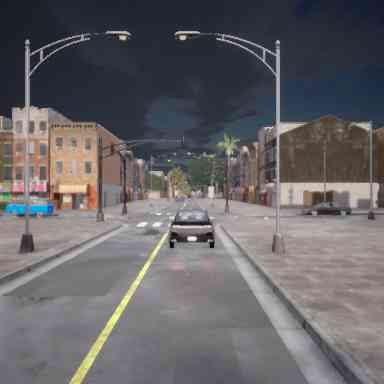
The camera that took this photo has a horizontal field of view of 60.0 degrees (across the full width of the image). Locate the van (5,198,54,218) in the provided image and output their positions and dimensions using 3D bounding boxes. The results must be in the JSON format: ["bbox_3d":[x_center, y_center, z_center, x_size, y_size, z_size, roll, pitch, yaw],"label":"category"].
[{"bbox_3d":[-14.746,1.414,30.345,3.998,1.788,1.690,0,0,0],"label":"van"}]

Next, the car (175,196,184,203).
[{"bbox_3d":[-2.749,1.686,73.974,1.994,1.385,4.181,0,0,0],"label":"car"}]

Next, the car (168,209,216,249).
[{"bbox_3d":[0.000,1.508,14.651,2.128,1.511,4.902,0,0,0],"label":"car"}]

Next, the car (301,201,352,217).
[{"bbox_3d":[12.257,1.557,30.475,4.403,1.369,2.008,0,0,0],"label":"car"}]
